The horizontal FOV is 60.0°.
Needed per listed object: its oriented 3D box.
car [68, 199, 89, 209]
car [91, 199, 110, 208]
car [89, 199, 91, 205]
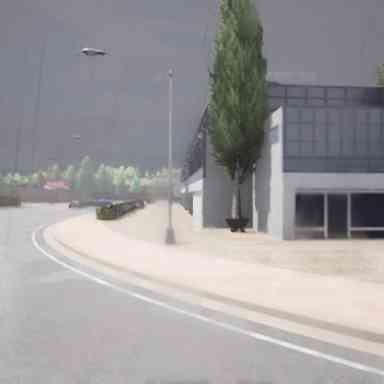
[{"bbox_3d":[-18.937,1.998,54.682,1.812,1.442,4.674,0,-1,-4],"label":"car"},{"bbox_3d":[-15.670,1.997,58.208,1.882,1.535,5.008,0,-1,-4],"label":"car"},{"bbox_3d":[-19.562,2.064,63.807,1.837,1.490,4.892,0,-1,-4],"label":"car"}]
